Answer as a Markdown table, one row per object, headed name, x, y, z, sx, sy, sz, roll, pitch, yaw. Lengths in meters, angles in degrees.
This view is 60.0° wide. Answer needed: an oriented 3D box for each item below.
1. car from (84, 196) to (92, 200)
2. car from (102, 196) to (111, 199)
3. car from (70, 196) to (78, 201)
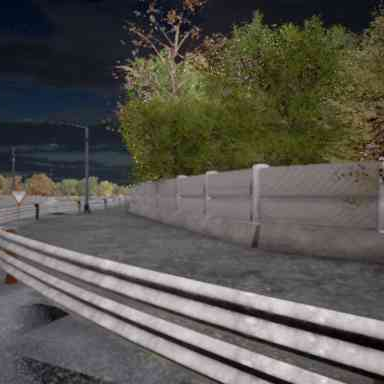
| name | x | y | z | sx | sy | sz | roll | pitch | yaw |
| --- | --- | --- | --- | --- | --- | --- | --- | --- | --- |
| car | -26.960 | 1.724 | 86.345 | 2.128 | 1.511 | 4.902 | 0 | 0 | -20 |
| car | -22.014 | 1.737 | 86.376 | 1.994 | 1.385 | 4.181 | 0 | 0 | -5 |
| car | -30.295 | 1.682 | 85.281 | 1.882 | 1.535 | 5.008 | 0 | 0 | -20 |
